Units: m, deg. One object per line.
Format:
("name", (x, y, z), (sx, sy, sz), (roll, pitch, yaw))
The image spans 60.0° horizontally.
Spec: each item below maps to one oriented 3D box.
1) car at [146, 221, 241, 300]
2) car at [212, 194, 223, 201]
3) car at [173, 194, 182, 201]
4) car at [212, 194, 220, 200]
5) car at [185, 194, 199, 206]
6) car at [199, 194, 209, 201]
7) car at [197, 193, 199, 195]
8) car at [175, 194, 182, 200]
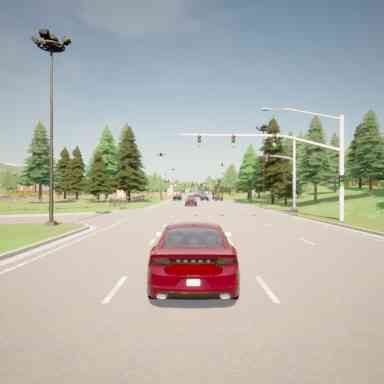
("car", (0.038, 1.478, 8.459), (1.882, 1.535, 5.008), (0, 0, 0))
("car", (6.755, 1.516, 83.695), (2.128, 1.511, 4.902), (0, 0, 0))
("car", (-3.745, 1.469, 83.664), (1.882, 1.535, 5.008), (0, 0, 0))
("car", (6.724, 1.372, 94.115), (2.033, 1.411, 5.357), (0, 0, 0))
("car", (-0.155, 1.525, 53.062), (1.812, 1.442, 4.674), (0, 0, 0))
("car", (3.254, 1.516, 84.101), (1.812, 1.442, 4.674), (0, 0, 0))
("car", (3.224, 1.357, 94.105), (2.128, 1.511, 4.902), (0, 0, 0))
("car", (-3.776, 1.310, 94.084), (1.882, 1.535, 5.008), (0, 0, 0))
